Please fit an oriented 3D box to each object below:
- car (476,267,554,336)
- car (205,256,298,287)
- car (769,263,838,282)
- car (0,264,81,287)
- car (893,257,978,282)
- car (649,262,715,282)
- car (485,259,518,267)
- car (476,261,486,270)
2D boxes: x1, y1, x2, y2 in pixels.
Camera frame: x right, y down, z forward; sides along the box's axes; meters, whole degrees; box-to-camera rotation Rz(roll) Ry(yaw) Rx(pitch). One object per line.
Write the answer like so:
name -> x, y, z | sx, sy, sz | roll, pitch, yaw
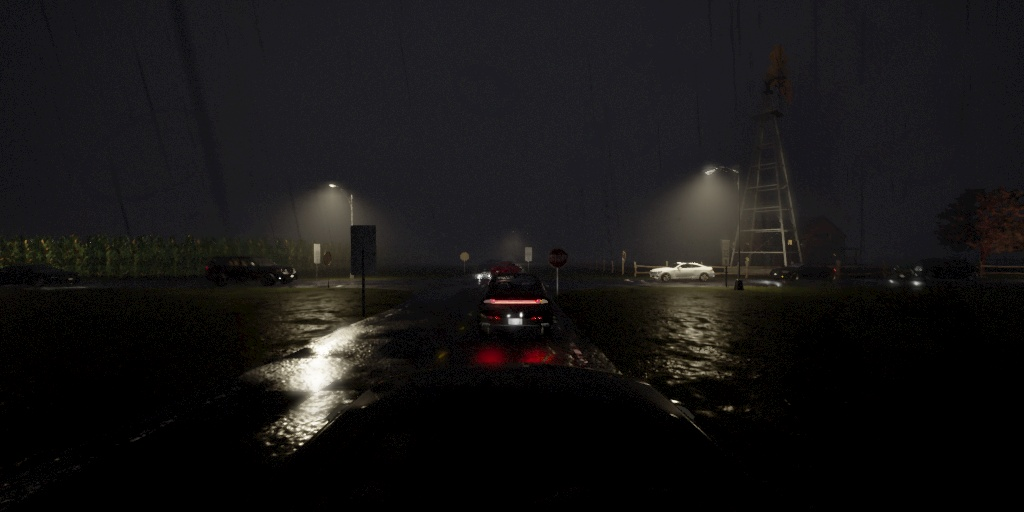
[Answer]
car -> 0.094, 1.239, 10.367 | 2.128, 1.511, 4.902 | 0, 0, 0
car -> -18.148, 1.035, 25.087 | 5.566, 2.045, 2.150 | 0, 1, 0
car -> 22.141, 1.201, 27.340 | 4.181, 1.385, 1.994 | 0, 1, 2
car -> -33.380, 1.352, 25.070 | 5.008, 1.535, 1.882 | 0, 1, 0
car -> 31.772, 0.954, 27.016 | 4.553, 1.767, 2.097 | 0, 1, 2
car -> 13.015, 1.194, 27.563 | 4.674, 1.442, 1.812 | 0, 1, 0
car -> -0.539, 1.257, 33.670 | 1.812, 1.442, 4.674 | 1, 0, 19
car -> -2.927, 1.287, 41.529 | 1.994, 1.385, 4.181 | 0, 0, 1
